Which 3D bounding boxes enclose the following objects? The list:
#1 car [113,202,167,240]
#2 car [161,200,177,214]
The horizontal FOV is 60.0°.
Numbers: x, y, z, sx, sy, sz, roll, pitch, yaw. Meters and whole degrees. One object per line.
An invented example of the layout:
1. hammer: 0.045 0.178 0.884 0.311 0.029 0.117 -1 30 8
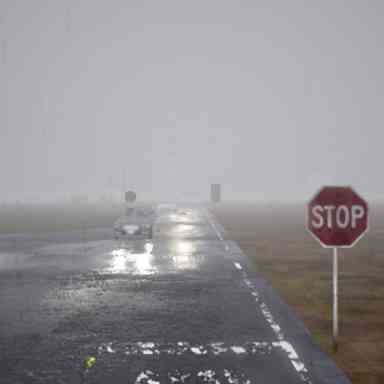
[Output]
1. car: -2.700 1.502 17.129 2.128 1.511 4.902 0 0 0
2. car: -2.636 1.566 36.186 1.812 1.442 4.674 0 0 0
